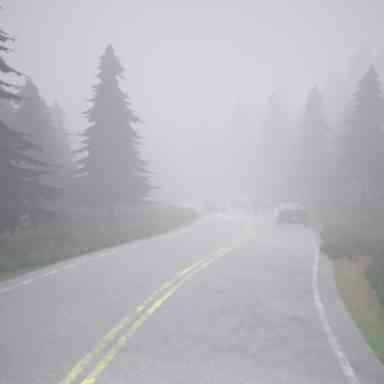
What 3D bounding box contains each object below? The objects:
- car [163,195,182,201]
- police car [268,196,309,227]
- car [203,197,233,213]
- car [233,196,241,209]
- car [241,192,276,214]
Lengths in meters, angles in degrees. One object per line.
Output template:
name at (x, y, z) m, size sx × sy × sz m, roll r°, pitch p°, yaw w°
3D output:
car at (-3.520, 1.189, 58.856) m, size 1.895 × 1.301 × 4.718 m, roll -2°, pitch 1°, yaw -28°
police car at (6.615, 1.381, 22.781) m, size 1.930 × 1.638 × 5.238 m, roll 1°, pitch 1°, yaw 8°
car at (2.299, 1.290, 33.897) m, size 2.128 × 1.511 × 4.902 m, roll 0°, pitch 0°, yaw -7°
car at (5.880, 1.249, 39.544) m, size 1.812 × 1.442 × 4.674 m, roll -1°, pitch 1°, yaw -13°
car at (6.861, 1.038, 33.280) m, size 2.150 × 2.045 × 5.566 m, roll 0°, pitch 1°, yaw -5°
